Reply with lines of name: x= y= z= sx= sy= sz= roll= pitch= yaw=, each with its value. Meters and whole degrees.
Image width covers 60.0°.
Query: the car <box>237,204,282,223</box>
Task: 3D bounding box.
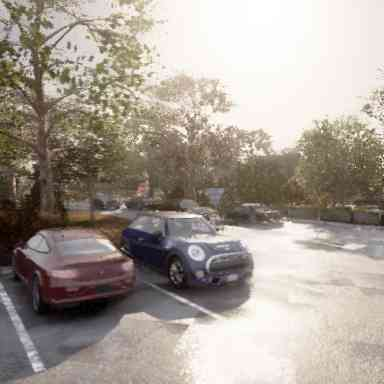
car: x=4.009 y=1.506 z=23.877 sx=1.895 sy=1.301 sz=4.718 roll=-3 pitch=2 yaw=-36

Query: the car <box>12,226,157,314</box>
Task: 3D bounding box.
car: x=-2.890 y=1.540 z=7.715 sx=2.002 sy=1.452 sz=4.674 roll=1 pitch=0 yaw=-35

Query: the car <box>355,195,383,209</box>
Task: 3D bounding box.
car: x=28.188 y=1.376 z=51.420 sx=2.150 sy=2.045 sz=5.566 roll=-3 pitch=3 yaw=-35

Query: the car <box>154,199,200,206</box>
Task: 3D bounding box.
car: x=-0.564 y=1.339 z=24.757 sx=2.097 sy=1.767 sz=4.553 roll=-3 pitch=2 yaw=-35

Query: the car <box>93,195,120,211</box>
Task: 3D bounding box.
car: x=-9.900 y=1.174 z=37.986 sx=2.097 sy=1.767 sz=4.553 roll=-3 pitch=2 yaw=-36

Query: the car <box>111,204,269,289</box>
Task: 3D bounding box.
car: x=-0.334 y=1.404 z=9.594 sx=2.185 sy=1.767 sz=4.553 roll=1 pitch=0 yaw=-35

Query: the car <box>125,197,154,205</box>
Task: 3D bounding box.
car: x=-5.765 y=1.245 z=37.526 sx=2.033 sy=1.411 sz=5.357 roll=-3 pitch=2 yaw=-35
